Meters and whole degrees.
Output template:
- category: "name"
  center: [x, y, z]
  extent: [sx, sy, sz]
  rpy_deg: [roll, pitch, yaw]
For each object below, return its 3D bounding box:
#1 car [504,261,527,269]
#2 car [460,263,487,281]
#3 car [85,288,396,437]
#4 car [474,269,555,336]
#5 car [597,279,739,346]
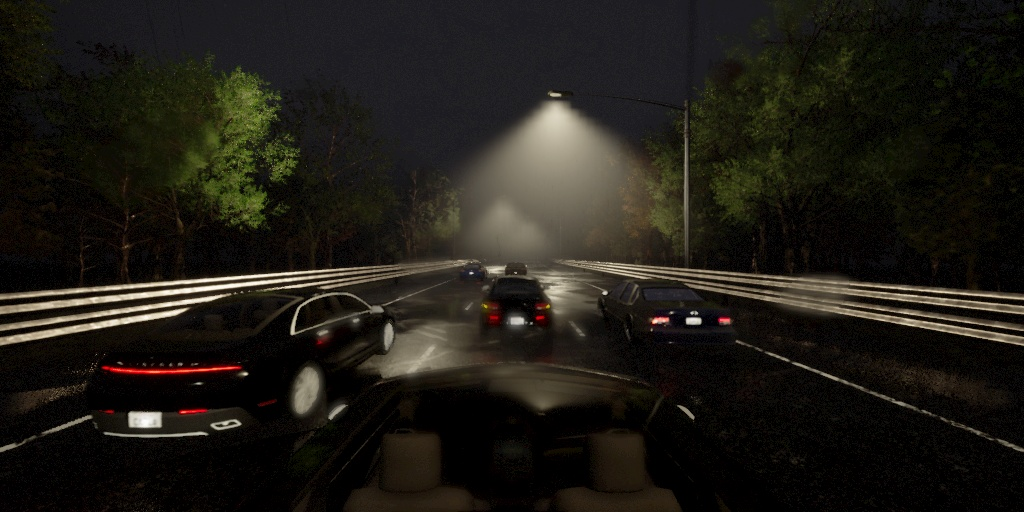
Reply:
- category: "car"
  center: [0.350, 1.224, 31.843]
  extent: [1.882, 1.535, 5.008]
  rpy_deg: [0, 0, 1]
- category: "car"
  center: [-3.168, 1.310, 30.277]
  extent: [1.994, 1.385, 4.181]
  rpy_deg: [0, 0, 1]
- category: "car"
  center: [-3.387, 1.256, 5.739]
  extent: [1.837, 1.490, 4.892]
  rpy_deg: [0, 0, 0]
- category: "car"
  center: [0.131, 1.275, 10.241]
  extent: [1.812, 1.442, 4.674]
  rpy_deg: [0, 0, 0]
- category: "car"
  center: [3.604, 1.297, 9.408]
  extent: [2.033, 1.411, 5.357]
  rpy_deg: [0, 0, 2]
